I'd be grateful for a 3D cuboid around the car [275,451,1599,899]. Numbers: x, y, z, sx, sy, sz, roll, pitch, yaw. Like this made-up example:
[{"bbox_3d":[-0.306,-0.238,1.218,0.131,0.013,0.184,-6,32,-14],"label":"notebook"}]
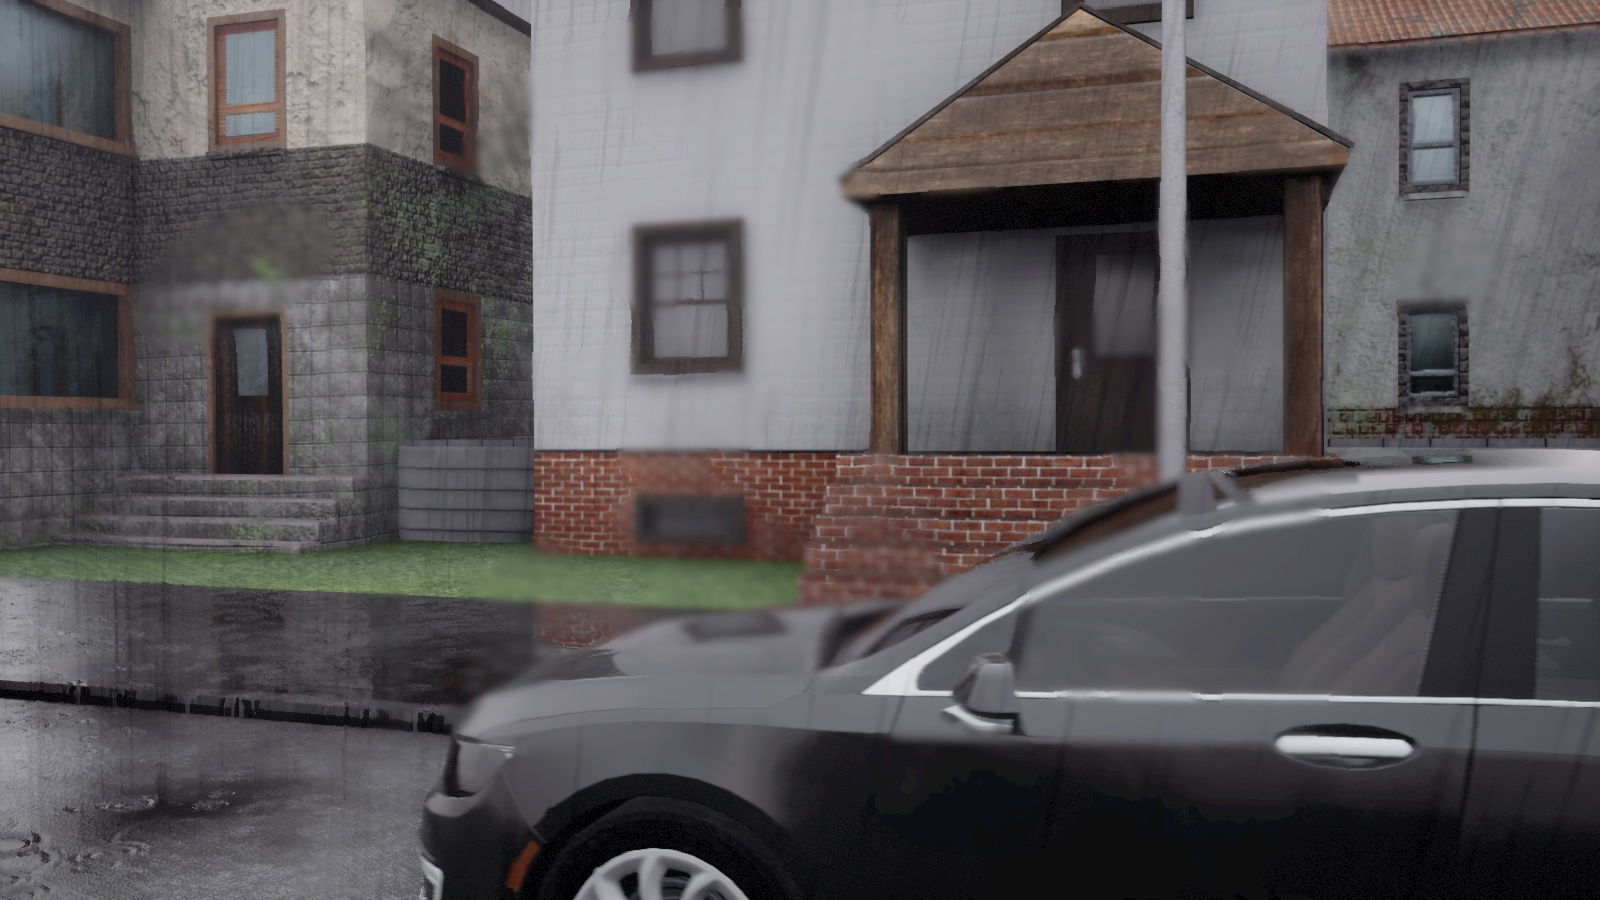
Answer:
[{"bbox_3d":[1.290,0.784,3.273,4.892,1.490,1.837,1,1,18],"label":"car"}]
